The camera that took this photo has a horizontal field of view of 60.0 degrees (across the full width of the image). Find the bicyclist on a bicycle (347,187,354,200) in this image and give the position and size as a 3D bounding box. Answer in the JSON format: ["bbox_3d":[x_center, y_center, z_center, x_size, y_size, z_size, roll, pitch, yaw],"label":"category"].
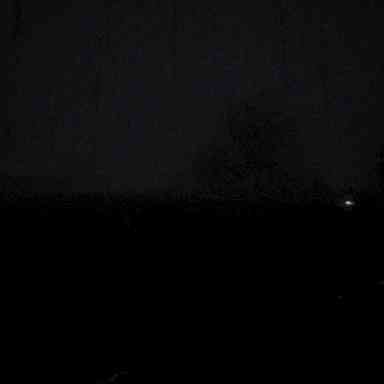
[{"bbox_3d":[19.581,0.203,41.015,1.656,1.620,0.582,-2,2,-35],"label":"bicyclist on a bicycle"}]

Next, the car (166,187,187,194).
[{"bbox_3d":[-3.145,-0.376,67.860,2.033,1.411,5.357,-2,3,-35],"label":"car"}]

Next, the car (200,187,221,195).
[{"bbox_3d":[3.233,-0.163,58.881,1.812,1.442,4.674,-2,3,-35],"label":"car"}]
